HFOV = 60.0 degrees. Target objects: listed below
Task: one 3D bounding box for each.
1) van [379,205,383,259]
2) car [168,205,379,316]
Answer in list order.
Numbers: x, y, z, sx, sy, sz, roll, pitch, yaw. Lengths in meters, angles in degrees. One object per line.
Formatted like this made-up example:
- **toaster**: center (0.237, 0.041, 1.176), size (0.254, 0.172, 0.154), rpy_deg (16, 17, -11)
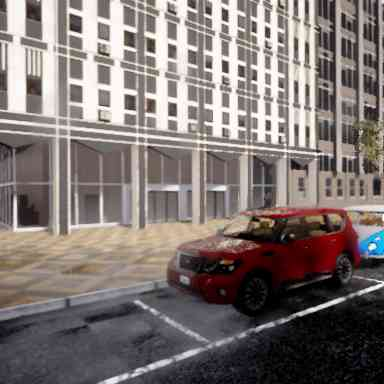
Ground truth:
- **van**: center (6.388, 1.306, 10.933), size (3.998, 1.788, 1.690), rpy_deg (0, 0, -36)
- **car**: center (1.901, 1.306, 7.682), size (5.009, 1.841, 2.192), rpy_deg (0, 0, -36)
